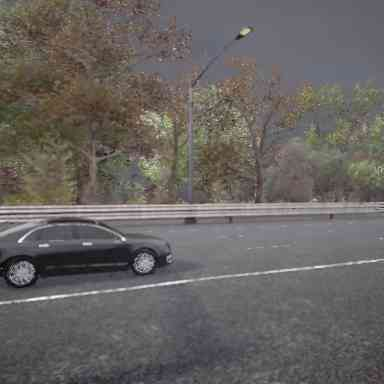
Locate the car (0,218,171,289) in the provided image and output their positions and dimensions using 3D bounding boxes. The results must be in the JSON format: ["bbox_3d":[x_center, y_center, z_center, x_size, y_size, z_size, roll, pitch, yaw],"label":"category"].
[{"bbox_3d":[-2.957,1.478,8.936,4.892,1.490,1.837,0,0,-24],"label":"car"}]
